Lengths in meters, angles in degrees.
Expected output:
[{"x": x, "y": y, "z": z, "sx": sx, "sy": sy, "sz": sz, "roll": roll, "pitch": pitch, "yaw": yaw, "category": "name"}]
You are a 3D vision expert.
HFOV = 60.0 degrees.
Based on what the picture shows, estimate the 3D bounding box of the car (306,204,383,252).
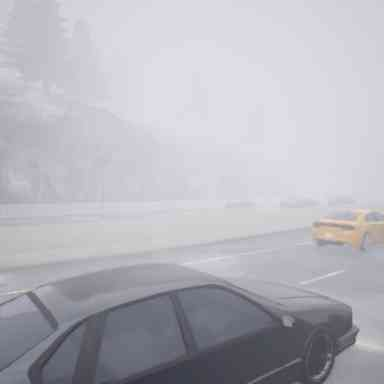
[{"x": 6.922, "y": 1.439, "z": 13.794, "sx": 5.008, "sy": 1.535, "sz": 1.882, "roll": 0, "pitch": 0, "yaw": -40, "category": "car"}]

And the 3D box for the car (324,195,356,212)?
[{"x": 17.296, "y": 1.251, "z": 38.644, "sx": 2.097, "sy": 1.767, "sz": 4.553, "roll": 0, "pitch": 0, "yaw": 42, "category": "car"}]

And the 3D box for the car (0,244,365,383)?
[{"x": -0.386, "y": 1.547, "z": 3.560, "sx": 5.357, "sy": 1.411, "sz": 2.033, "roll": 0, "pitch": 0, "yaw": -36, "category": "car"}]
